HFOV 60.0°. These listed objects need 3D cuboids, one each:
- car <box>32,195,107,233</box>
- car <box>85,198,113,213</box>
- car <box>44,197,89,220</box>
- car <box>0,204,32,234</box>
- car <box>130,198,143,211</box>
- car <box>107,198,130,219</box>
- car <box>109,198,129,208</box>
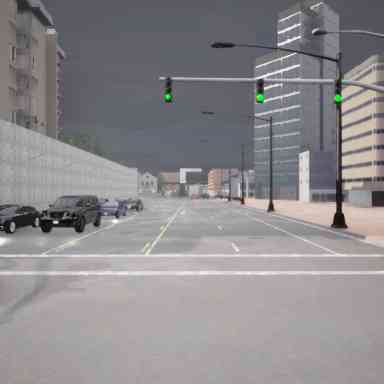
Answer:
[{"bbox_3d":[-7.102,1.221,20.096,2.150,2.045,5.566,0,0,0],"label":"car"},{"bbox_3d":[-10.605,1.505,38.350,1.837,1.490,4.892,0,0,0],"label":"car"},{"bbox_3d":[-10.608,1.352,28.533,2.097,1.767,4.553,0,0,0],"label":"car"},{"bbox_3d":[-10.606,1.505,19.465,1.837,1.490,4.892,0,0,0],"label":"car"},{"bbox_3d":[-7.102,1.491,40.079,2.128,1.511,4.902,0,0,0],"label":"car"},{"bbox_3d":[-7.107,1.526,29.737,1.812,1.442,4.674,0,0,0],"label":"car"},{"bbox_3d":[-10.570,1.601,48.411,1.895,1.301,4.718,0,0,0],"label":"car"}]
